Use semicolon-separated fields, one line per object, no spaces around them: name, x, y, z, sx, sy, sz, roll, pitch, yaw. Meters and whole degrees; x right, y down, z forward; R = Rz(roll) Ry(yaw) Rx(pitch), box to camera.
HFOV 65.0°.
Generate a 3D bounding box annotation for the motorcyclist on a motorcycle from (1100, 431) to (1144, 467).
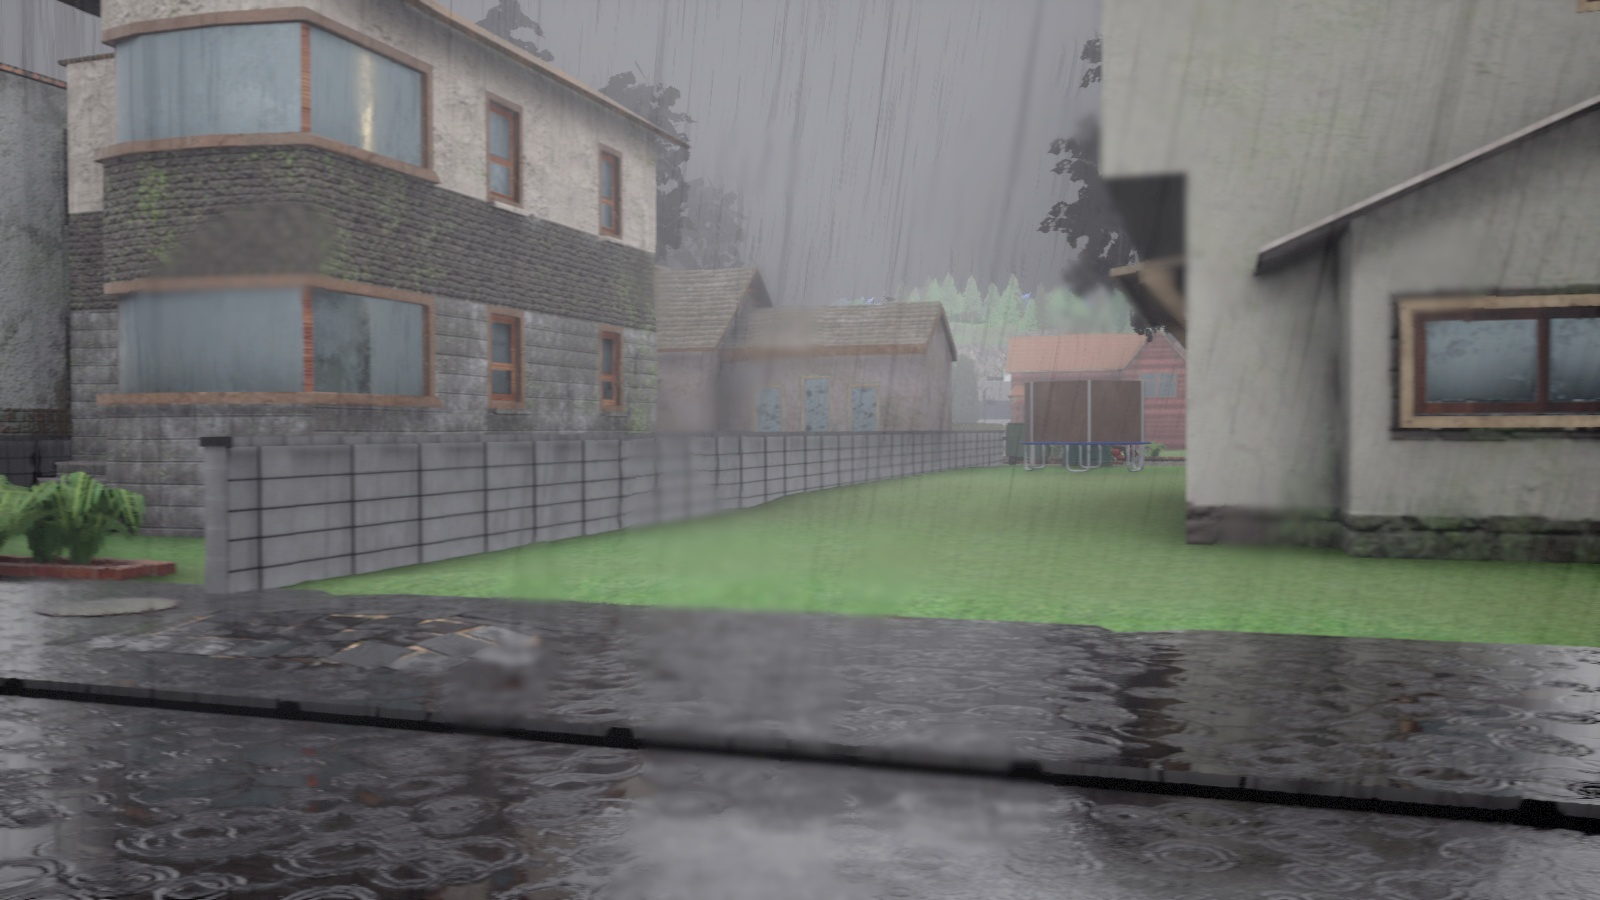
motorcyclist on a motorcycle;14.208;-0.054;55.412;1.817;1.590;0.866;1;1;19
